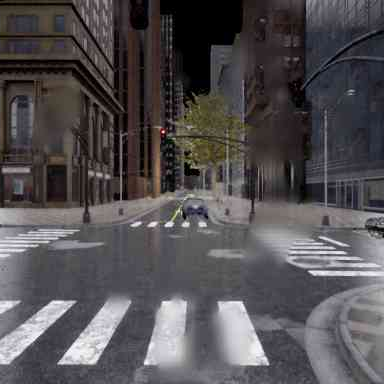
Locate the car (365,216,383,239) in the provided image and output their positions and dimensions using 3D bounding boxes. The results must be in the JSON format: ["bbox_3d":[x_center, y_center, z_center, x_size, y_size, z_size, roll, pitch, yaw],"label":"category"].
[{"bbox_3d":[10.951,1.427,15.685,4.553,1.767,2.097,0,0,0],"label":"car"}]

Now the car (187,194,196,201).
[{"bbox_3d":[-0.056,1.109,70.734,1.812,1.442,4.674,0,1,0],"label":"car"}]

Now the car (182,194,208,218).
[{"bbox_3d":[0.212,1.283,29.272,2.097,1.767,4.553,0,0,-2],"label":"car"}]

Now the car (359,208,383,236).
[{"bbox_3d":[11.907,1.631,18.350,4.403,1.369,2.008,0,0,0],"label":"car"}]
